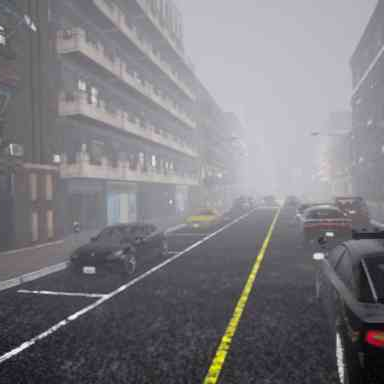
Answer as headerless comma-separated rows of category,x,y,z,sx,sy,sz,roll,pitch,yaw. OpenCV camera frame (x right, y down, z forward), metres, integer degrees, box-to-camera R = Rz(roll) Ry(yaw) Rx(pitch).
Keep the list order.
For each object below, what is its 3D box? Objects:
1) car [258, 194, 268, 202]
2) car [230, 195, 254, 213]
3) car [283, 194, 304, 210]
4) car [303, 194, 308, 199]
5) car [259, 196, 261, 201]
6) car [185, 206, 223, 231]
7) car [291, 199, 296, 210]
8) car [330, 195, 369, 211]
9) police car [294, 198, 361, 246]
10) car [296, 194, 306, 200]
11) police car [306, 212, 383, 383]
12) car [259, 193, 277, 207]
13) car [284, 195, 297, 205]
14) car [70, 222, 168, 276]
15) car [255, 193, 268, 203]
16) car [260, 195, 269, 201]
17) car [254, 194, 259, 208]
car,16.327,1.319,76.067,1.967,1.590,4.097,-2,0,16
car,5.539,1.477,38.117,1.967,1.590,4.097,-2,0,16
car,12.269,1.310,40.930,2.128,1.511,4.902,-2,0,16
car,22.890,1.132,68.514,1.752,1.417,4.829,-2,0,16
car,8.626,1.574,48.960,1.802,1.307,4.206,-2,0,16
car,0.872,1.628,21.687,1.752,1.417,4.829,-2,0,16
car,7.241,1.377,20.281,1.837,1.490,4.892,-2,0,16
car,8.968,1.122,19.557,2.192,1.841,5.009,-2,0,16
police car,5.699,1.317,14.597,1.930,1.638,5.238,-2,0,16
car,25.926,1.106,79.193,1.887,1.381,4.507,-2,0,16
police car,2.964,1.353,4.977,1.930,1.638,5.238,-2,0,16
car,11.657,1.243,49.821,2.097,1.767,4.553,-2,0,16
car,15.892,1.244,53.739,1.882,1.535,5.008,-2,0,16
car,-2.163,1.710,11.007,1.947,1.339,4.313,-2,0,16
car,14.783,1.217,70.647,2.192,1.841,5.009,-2,0,16
car,17.872,1.401,81.489,1.887,1.381,4.507,-2,0,16
car,7.077,1.330,43.539,2.192,1.841,5.009,-2,0,16
